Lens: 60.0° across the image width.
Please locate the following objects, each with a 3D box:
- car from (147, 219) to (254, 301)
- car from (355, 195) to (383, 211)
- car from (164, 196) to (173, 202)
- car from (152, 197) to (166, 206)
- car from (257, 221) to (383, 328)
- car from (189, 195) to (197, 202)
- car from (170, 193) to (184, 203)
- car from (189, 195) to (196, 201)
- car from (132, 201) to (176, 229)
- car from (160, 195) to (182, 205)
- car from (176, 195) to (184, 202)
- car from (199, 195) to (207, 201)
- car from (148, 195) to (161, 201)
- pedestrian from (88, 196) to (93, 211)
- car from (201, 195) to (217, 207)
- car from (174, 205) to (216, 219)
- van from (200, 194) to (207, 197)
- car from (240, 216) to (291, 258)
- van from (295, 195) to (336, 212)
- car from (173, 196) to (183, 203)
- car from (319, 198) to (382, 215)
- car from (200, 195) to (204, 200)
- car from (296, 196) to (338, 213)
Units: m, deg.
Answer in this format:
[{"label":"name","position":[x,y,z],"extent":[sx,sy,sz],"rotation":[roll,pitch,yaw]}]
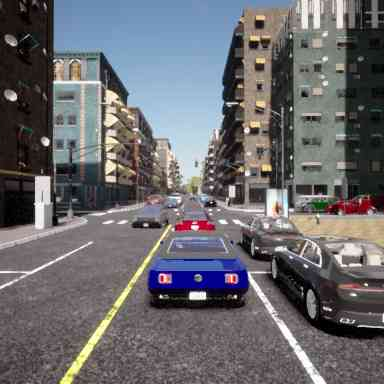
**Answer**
[{"label":"car","position":[0.118,1.603,8.286],"extent":[1.895,1.301,4.718],"rotation":[0,0,0]},{"label":"car","position":[19.375,1.228,37.407],"extent":[5.009,1.841,2.192],"rotation":[0,0,1]},{"label":"car","position":[-5.502,1.598,78.578],"extent":[1.947,1.339,4.313],"rotation":[1,0,0]},{"label":"car","position":[-5.552,1.566,56.294],"extent":[1.887,1.381,4.507],"rotation":[1,0,0]},{"label":"car","position":[2.846,1.553,6.901],"extent":[2.008,1.369,4.403],"rotation":[1,0,0]},{"label":"car","position":[0.179,1.558,79.712],"extent":[2.128,1.511,4.902],"rotation":[0,0,0]},{"label":"car","position":[-2.946,1.244,58.648],"extent":[2.150,2.045,5.566],"rotation":[0,0,1]},{"label":"car","position":[0.203,1.562,90.095],"extent":[1.812,1.442,4.674],"rotation":[0,0,0]},{"label":"car","position":[-2.564,1.559,22.172],"extent":[2.033,1.411,5.357],"rotation":[0,0,3]},{"label":"car","position":[-2.993,1.566,48.647],"extent":[2.033,1.411,5.357],"rotation":[0,0,1]},{"label":"car","position":[-2.822,1.533,78.999],"extent":[1.837,1.490,4.892],"rotation":[0,0,0]},{"label":"car","position":[2.903,1.582,89.661],"extent":[1.887,1.381,4.507],"rotation":[1,0,0]},{"label":"car","position":[-5.561,1.334,50.722],"extent":[2.192,1.841,5.009],"rotation":[1,0,0]},{"label":"pedestrian","position":[-12.437,1.348,40.663],"extent":[0.375,1.860,0.375],"rotation":[0,0,1]},{"label":"car","position":[2.815,1.585,50.664],"extent":[1.947,1.339,4.313],"rotation":[1,0,0]},{"label":"car","position":[0.133,1.570,17.149],"extent":[1.994,1.385,4.181],"rotation":[0,0,0]},{"label":"van","position":[2.880,1.373,78.520],"extent":[1.690,1.788,3.998],"rotation":[1,0,0]},{"label":"car","position":[2.858,1.555,12.471],"extent":[2.008,1.369,4.403],"rotation":[1,0,0]},{"label":"van","position":[13.848,1.296,37.459],"extent":[3.998,1.788,1.690],"rotation":[0,0,1]},{"label":"car","position":[-2.854,1.591,68.590],"extent":[1.994,1.385,4.181],"rotation":[0,0,0]},{"label":"car","position":[13.768,1.413,29.077],"extent":[4.206,1.307,1.802],"rotation":[0,0,1]},{"label":"car","position":[2.827,1.604,56.234],"extent":[1.802,1.307,4.206],"rotation":[1,0,0]},{"label":"car","position":[13.413,1.272,34.879],"extent":[4.553,1.767,2.097],"rotation":[0,-1,1]}]
